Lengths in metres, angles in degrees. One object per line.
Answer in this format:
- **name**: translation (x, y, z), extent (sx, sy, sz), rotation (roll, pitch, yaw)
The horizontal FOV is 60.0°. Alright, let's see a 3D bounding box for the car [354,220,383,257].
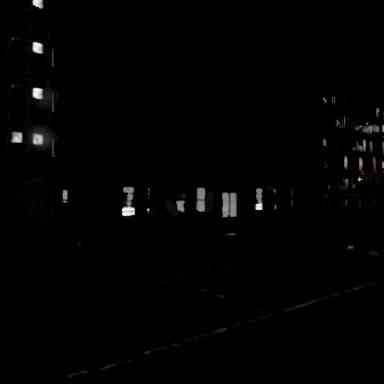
- **car**: translation (7.643, 1.631, 12.031), extent (4.313, 1.339, 1.947), rotation (0, 0, -36)
